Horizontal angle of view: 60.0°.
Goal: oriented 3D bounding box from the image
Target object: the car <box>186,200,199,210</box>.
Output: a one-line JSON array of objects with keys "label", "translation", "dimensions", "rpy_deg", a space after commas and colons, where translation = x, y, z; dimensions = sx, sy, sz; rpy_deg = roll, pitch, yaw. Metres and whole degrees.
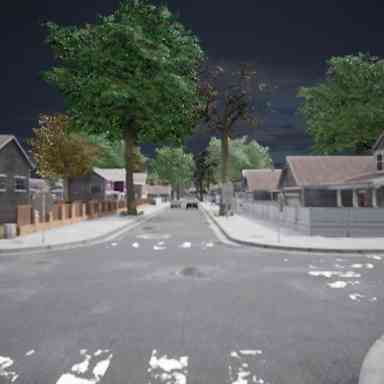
[{"label": "car", "translation": [0.007, 1.989, 53.215], "dimensions": [1.882, 1.535, 5.008], "rpy_deg": [0, -1, 0]}]

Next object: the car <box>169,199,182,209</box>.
[{"label": "car", "translation": [-2.742, 2.057, 57.386], "dimensions": [1.837, 1.490, 4.892], "rpy_deg": [0, -1, 0]}]

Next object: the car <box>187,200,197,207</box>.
[{"label": "car", "translation": [0.009, 2.177, 63.633], "dimensions": [1.994, 1.385, 4.181], "rpy_deg": [0, -1, 0]}]
